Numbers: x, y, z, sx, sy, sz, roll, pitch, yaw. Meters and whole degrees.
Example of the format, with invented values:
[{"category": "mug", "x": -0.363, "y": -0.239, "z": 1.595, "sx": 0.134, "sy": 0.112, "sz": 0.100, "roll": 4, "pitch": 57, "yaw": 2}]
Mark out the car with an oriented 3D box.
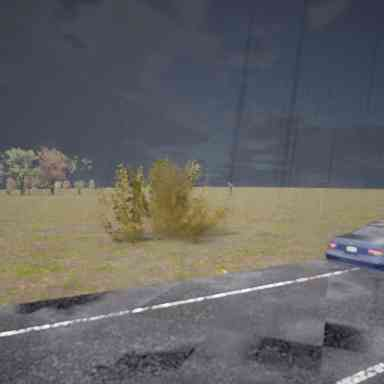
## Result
[{"category": "car", "x": 6.424, "y": 1.558, "z": 9.984, "sx": 5.357, "sy": 1.411, "sz": 2.033, "roll": 0, "pitch": 0, "yaw": -28}]
